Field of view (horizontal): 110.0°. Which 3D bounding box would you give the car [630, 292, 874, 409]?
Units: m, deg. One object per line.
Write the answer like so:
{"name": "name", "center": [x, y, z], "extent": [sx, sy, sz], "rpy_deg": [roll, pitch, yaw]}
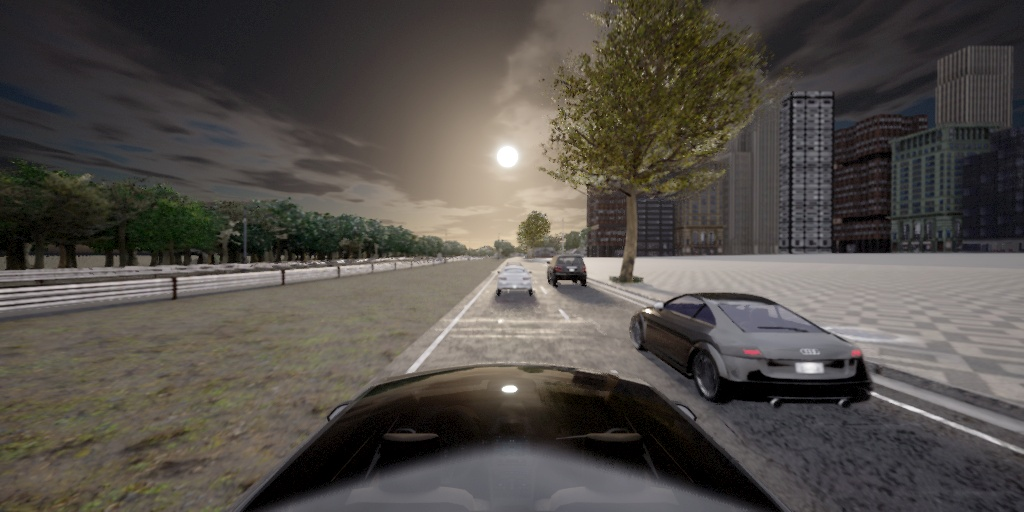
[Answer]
{"name": "car", "center": [3.607, 1.319, 6.346], "extent": [1.994, 1.385, 4.181], "rpy_deg": [0, 0, 0]}

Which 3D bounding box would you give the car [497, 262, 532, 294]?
{"name": "car", "center": [0.135, 1.248, 19.725], "extent": [1.812, 1.442, 4.674], "rpy_deg": [0, 0, 0]}

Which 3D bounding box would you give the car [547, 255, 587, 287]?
{"name": "car", "center": [3.655, 0.931, 24.546], "extent": [2.150, 2.045, 5.566], "rpy_deg": [0, 0, 0]}
